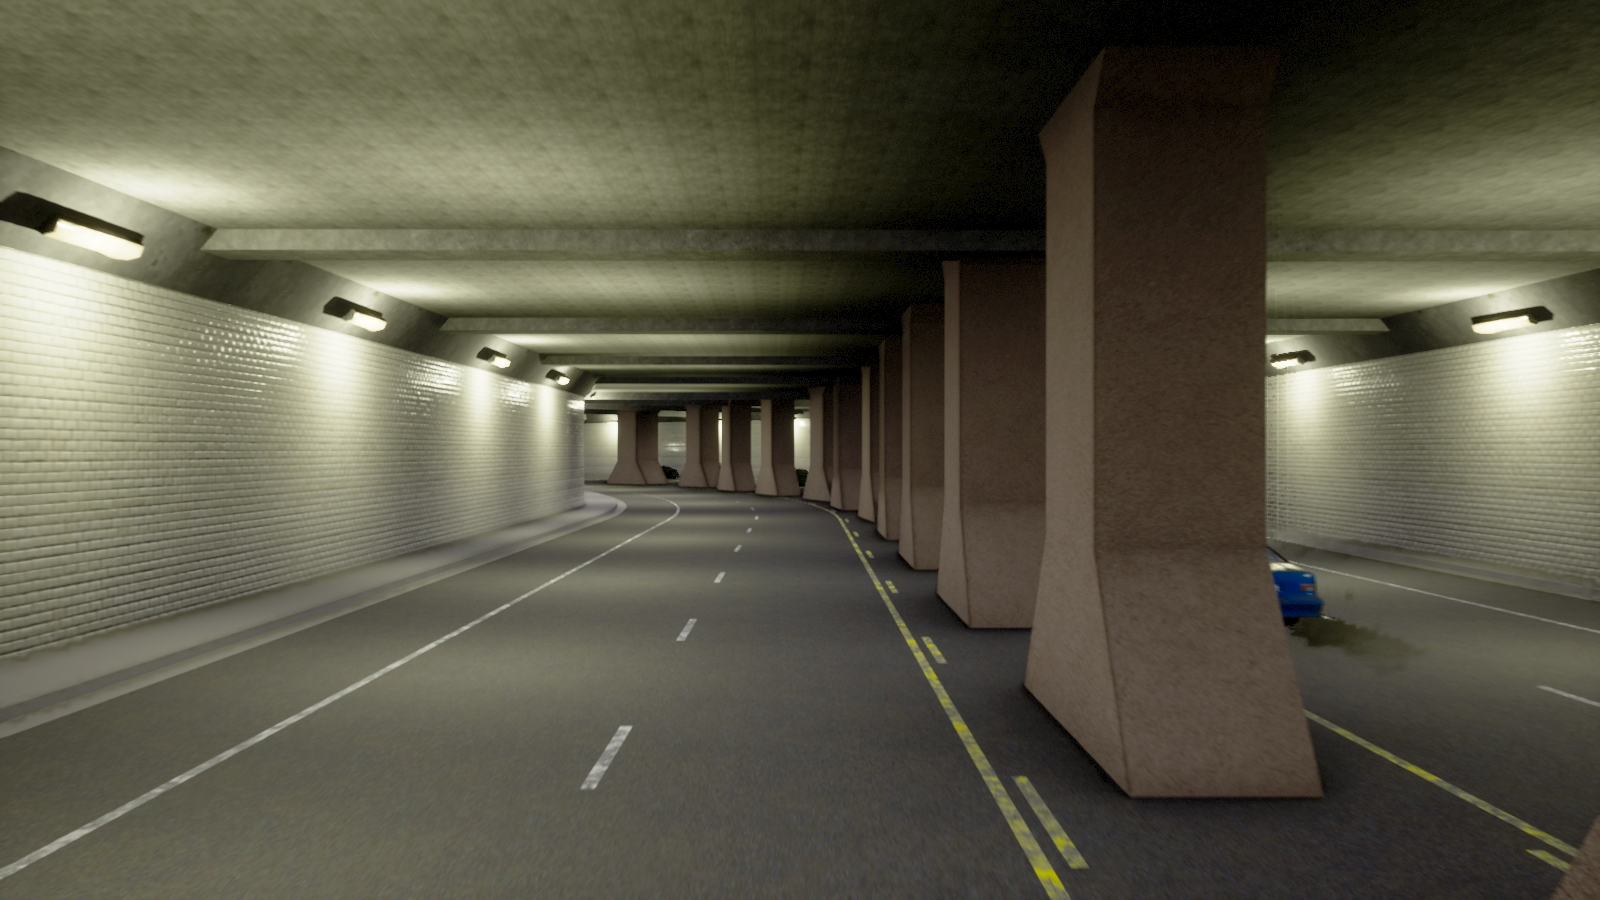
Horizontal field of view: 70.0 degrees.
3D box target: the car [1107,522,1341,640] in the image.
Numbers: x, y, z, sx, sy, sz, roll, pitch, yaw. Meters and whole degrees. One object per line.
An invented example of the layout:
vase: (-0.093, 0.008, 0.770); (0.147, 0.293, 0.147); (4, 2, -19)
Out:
car: (6.994, 2.106, 19.585); (2.033, 1.411, 5.357); (0, 0, 0)
